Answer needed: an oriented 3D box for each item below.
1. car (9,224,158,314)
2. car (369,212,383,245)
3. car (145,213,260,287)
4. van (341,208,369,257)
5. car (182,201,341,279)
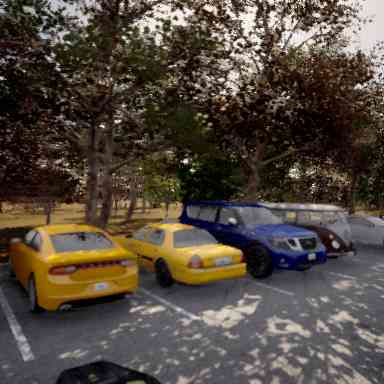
[{"bbox_3d":[-3.026,1.501,7.891,2.097,1.535,5.008,2,-1,-35],"label":"car"},{"bbox_3d":[8.403,1.827,16.053,2.002,1.452,4.674,1,0,-35],"label":"car"},{"bbox_3d":[-0.770,1.556,9.735,1.946,1.575,5.366,1,0,-35],"label":"car"},{"bbox_3d":[3.944,1.449,12.724,1.878,1.987,4.442,1,0,-35],"label":"van"},{"bbox_3d":[1.626,1.366,11.179,2.435,2.045,5.566,1,0,-35],"label":"car"}]
